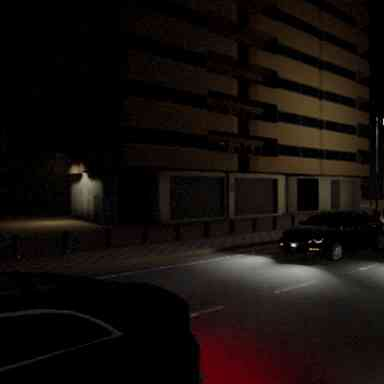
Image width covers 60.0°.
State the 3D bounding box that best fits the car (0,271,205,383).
[{"bbox_3d":[-2.182,1.495,2.435,4.902,1.511,2.128,0,0,-36],"label":"car"}]

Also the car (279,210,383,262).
[{"bbox_3d":[5.216,1.441,12.005,4.892,1.490,1.837,0,0,-35],"label":"car"}]
